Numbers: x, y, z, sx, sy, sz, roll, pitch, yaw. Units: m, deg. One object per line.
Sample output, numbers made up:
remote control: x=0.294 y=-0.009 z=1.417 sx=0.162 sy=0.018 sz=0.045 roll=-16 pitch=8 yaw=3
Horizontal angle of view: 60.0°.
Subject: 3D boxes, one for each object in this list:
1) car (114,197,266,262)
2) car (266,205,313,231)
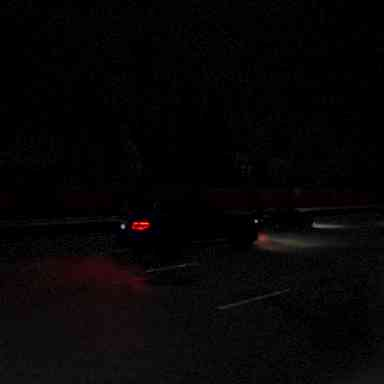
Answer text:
car: x=-0.071 y=1.219 z=12.329 sx=5.566 sy=2.045 sz=2.150 roll=0 pitch=0 yaw=-36
car: x=5.580 y=1.525 z=20.748 sx=4.674 sy=1.442 sz=1.812 roll=0 pitch=0 yaw=-36
